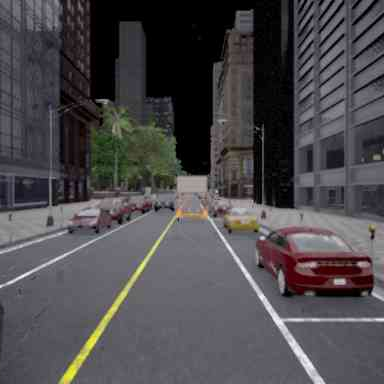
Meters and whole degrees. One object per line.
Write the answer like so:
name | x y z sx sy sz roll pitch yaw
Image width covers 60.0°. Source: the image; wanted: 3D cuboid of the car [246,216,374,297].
car | 2.757 1.540 8.441 1.887 1.381 4.507 0 0 0

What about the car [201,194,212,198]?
car | 2.745 1.516 52.011 1.752 1.417 4.829 0 0 0

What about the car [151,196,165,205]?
car | -5.782 1.431 57.280 1.967 1.590 4.097 0 0 0

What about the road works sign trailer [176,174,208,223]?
road works sign trailer | -0.007 0.453 25.414 2.380 3.560 2.880 0 0 0

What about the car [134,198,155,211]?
car | -5.777 1.534 41.001 1.887 1.381 4.507 0 0 0

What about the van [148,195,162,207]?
van | -5.781 1.332 51.854 1.690 1.788 3.998 0 0 0

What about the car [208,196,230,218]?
car | 2.750 1.429 30.141 1.967 1.590 4.097 0 0 0

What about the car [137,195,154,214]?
car | -5.777 1.303 35.576 2.192 1.841 5.009 0 0 0

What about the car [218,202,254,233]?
car | 2.754 1.516 19.461 1.752 1.417 4.829 0 0 0

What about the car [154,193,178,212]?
car | -3.098 1.210 38.638 2.150 2.045 5.566 0 0 0

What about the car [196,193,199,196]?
car | 2.735 1.547 94.554 1.947 1.339 4.313 0 0 0

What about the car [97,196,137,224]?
car | -5.774 1.304 24.723 2.192 1.841 5.009 0 0 0

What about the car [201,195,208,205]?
car | 2.746 1.541 46.416 2.008 1.369 4.403 0 0 0

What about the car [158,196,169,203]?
car | -5.784 1.572 68.133 1.802 1.307 4.206 0 0 0

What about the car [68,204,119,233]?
car | -5.771 1.572 19.298 1.802 1.307 4.206 0 0 0

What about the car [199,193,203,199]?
car | 2.743 1.306 57.266 2.192 1.841 5.009 0 0 0

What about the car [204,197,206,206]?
car | 2.747 1.534 40.991 1.887 1.381 4.507 0 0 0

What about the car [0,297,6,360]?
car | -3.090 1.503 1.939 1.837 1.490 4.892 0 0 0

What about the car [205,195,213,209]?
car | 2.749 1.429 35.566 1.967 1.590 4.097 0 0 0
